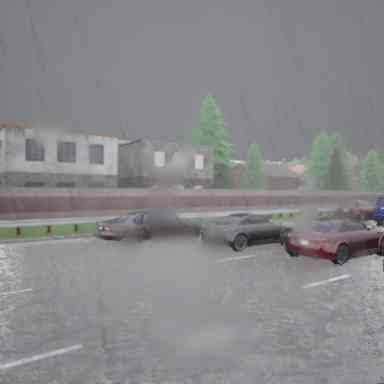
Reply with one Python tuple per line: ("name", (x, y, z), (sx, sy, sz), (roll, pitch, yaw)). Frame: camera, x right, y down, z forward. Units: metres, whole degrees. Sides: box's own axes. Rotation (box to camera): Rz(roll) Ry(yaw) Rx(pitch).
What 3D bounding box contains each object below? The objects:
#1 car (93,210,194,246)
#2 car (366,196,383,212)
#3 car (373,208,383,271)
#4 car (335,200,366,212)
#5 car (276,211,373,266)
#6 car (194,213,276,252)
("car", (-1.773, 1.569, 15.443), (5.357, 1.411, 2.033), (0, 0, -35))
("car", (14.638, 1.295, 22.816), (5.566, 2.045, 2.150), (0, 0, -35))
("car", (7.108, 1.382, 8.850), (4.553, 1.767, 2.097), (0, 0, -35))
("car", (13.236, 1.424, 26.111), (4.553, 1.767, 2.097), (0, 0, -35))
("car", (5.253, 1.595, 11.826), (4.181, 1.385, 1.994), (0, 0, -35))
("car", (2.463, 1.591, 14.142), (4.181, 1.385, 1.994), (1, 0, -35))
